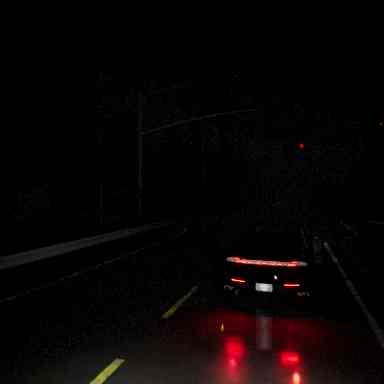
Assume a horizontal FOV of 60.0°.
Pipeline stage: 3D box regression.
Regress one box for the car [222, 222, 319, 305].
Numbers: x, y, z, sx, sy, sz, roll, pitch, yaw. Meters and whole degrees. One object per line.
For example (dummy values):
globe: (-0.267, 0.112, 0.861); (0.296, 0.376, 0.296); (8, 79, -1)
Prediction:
car: (2.050, 1.491, 8.245); (2.128, 1.511, 4.902); (0, 0, 18)
